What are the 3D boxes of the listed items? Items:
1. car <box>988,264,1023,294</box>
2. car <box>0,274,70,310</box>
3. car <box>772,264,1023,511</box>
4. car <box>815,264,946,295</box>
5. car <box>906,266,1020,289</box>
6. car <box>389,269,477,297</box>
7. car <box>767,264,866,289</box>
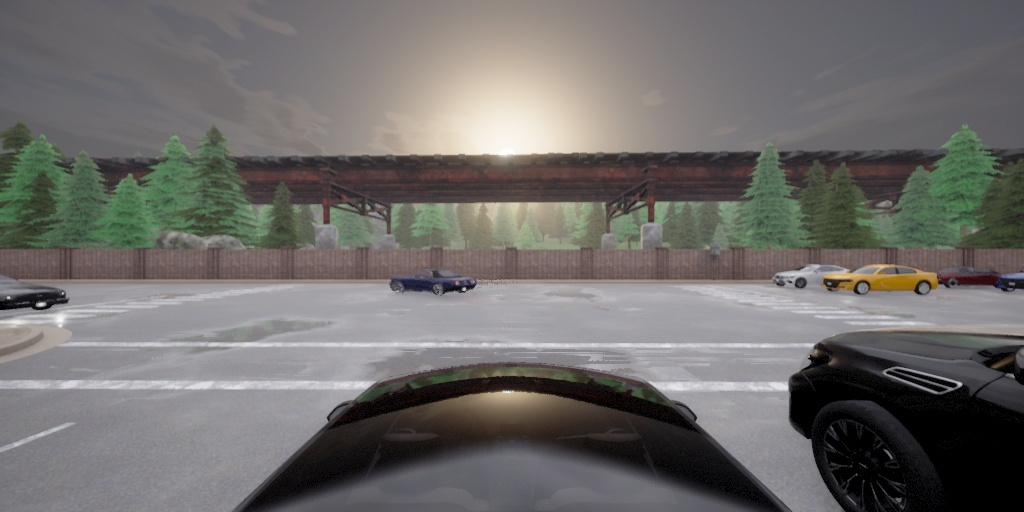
[{"bbox_3d":[28.967,1.211,18.959,5.008,1.535,1.882,0,0,1],"label":"car"},{"bbox_3d":[-18.901,1.288,12.362,5.357,1.411,2.033,0,0,0],"label":"car"},{"bbox_3d":[3.601,0.972,0.882,2.150,2.045,5.566,0,0,0],"label":"car"},{"bbox_3d":[19.403,1.211,19.065,5.008,1.535,1.882,0,0,1],"label":"car"},{"bbox_3d":[28.111,1.331,22.469,4.718,1.301,1.895,0,0,1],"label":"car"},{"bbox_3d":[-4.283,1.335,18.908,4.718,1.301,1.895,0,0,31],"label":"car"},{"bbox_3d":[19.053,1.256,22.551,4.674,1.442,1.812,0,0,1],"label":"car"}]
